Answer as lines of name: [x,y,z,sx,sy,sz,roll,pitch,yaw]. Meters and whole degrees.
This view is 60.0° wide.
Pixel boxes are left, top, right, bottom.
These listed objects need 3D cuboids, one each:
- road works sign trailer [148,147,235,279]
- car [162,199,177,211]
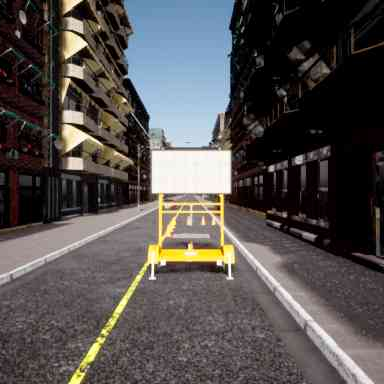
road works sign trailer: [-0.023,0.467,9.985,2.380,3.560,2.880,0,0,0]
car: [-2.844,1.548,40.716,1.812,1.442,4.674,0,0,0]
